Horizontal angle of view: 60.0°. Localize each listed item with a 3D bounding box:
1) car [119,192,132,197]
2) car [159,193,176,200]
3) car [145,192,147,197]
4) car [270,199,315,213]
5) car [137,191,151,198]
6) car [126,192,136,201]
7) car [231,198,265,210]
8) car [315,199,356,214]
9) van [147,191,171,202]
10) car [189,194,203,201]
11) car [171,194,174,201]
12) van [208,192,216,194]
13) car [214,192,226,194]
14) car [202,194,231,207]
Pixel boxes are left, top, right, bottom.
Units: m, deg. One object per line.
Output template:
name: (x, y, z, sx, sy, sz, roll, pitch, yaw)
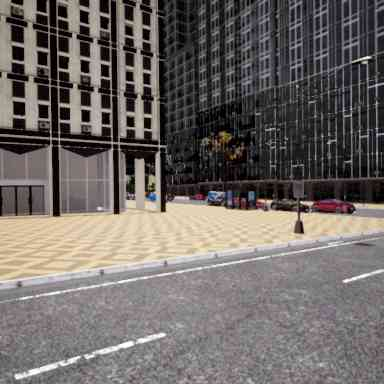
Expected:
car: (-18.314, 0.678, 91.198, 2.008, 1.369, 4.403, -1, 1, -35)
car: (-5.403, 0.926, 72.486, 1.802, 1.307, 4.206, -1, 1, -35)
car: (-8.631, 0.605, 77.161, 2.192, 1.841, 5.009, -1, 1, -35)
car: (10.185, 1.416, 34.907, 1.947, 1.339, 4.313, -1, 1, -35)
car: (-11.859, 0.676, 81.840, 1.967, 1.590, 4.097, -1, 1, -35)
car: (-12.302, 1.031, 67.728, 2.008, 1.369, 4.403, 0, 1, -35)
car: (6.971, 1.380, 39.597, 1.802, 1.307, 4.206, -1, 1, -35)
car: (14.294, 1.400, 33.725, 1.994, 1.385, 4.181, -1, 1, -35)
van: (-5.846, 0.929, 58.369, 1.690, 1.788, 3.998, -1, 1, -35)
car: (1.052, 1.033, 63.129, 1.802, 1.307, 4.206, -1, 1, -35)
car: (-5.328, 1.064, 62.344, 1.837, 1.490, 4.892, -1, 1, -35)
van: (4.279, 0.845, 58.448, 1.690, 1.788, 3.998, -1, 1, -35)
car: (5.610, 1.175, 46.318, 1.882, 1.535, 5.008, -1, 1, -35)
car: (3.792, 1.312, 44.308, 1.947, 1.339, 4.313, -1, 1, -35)
